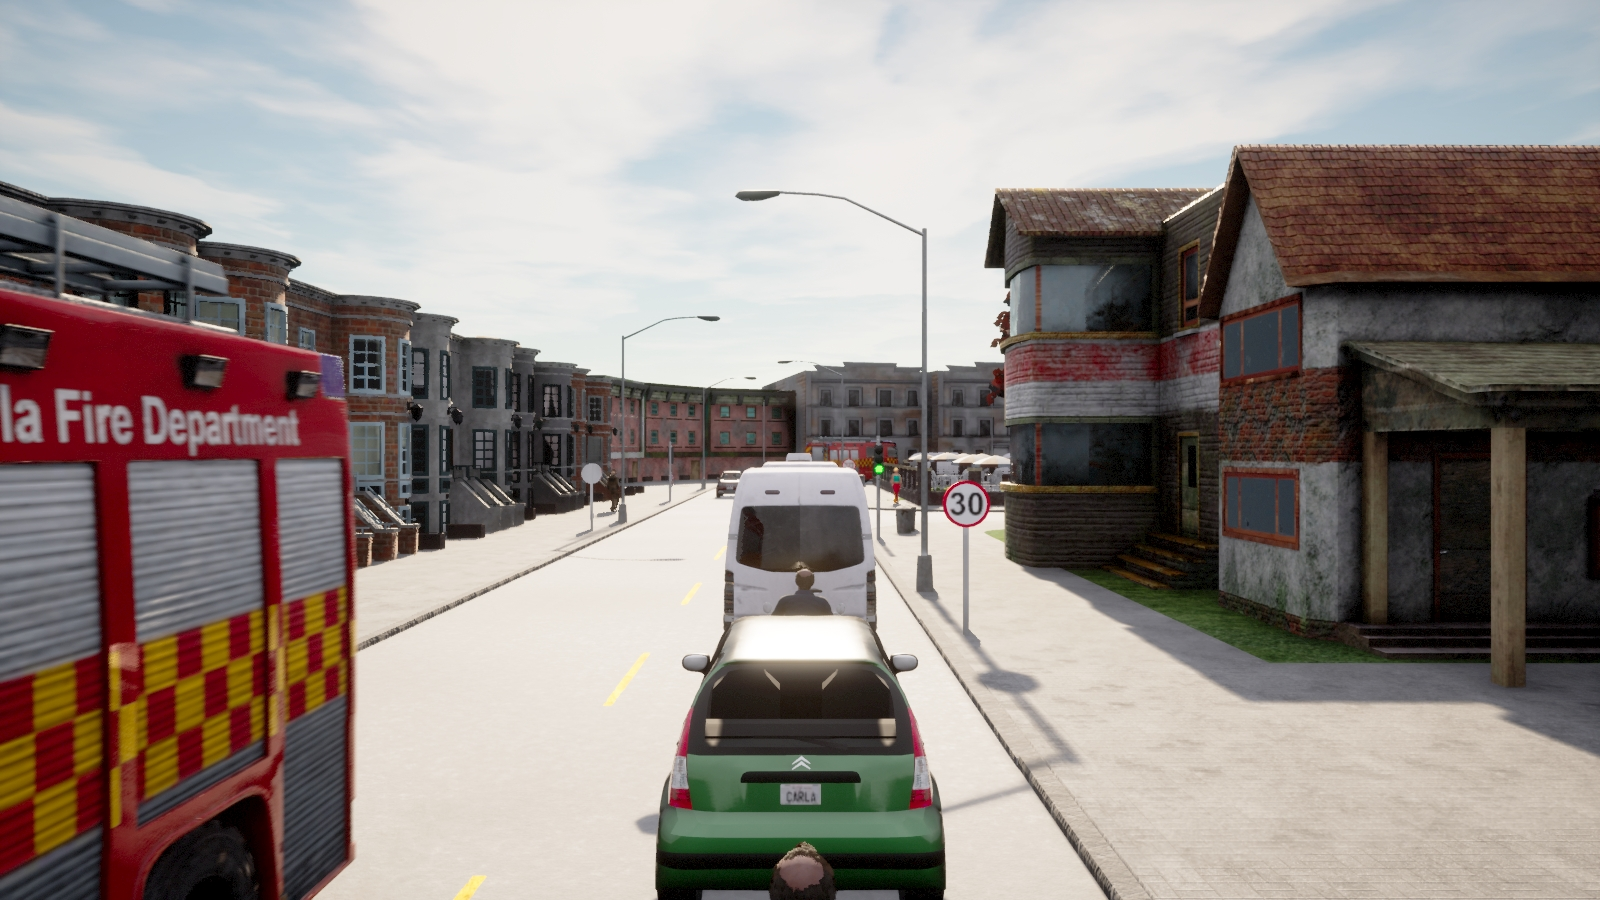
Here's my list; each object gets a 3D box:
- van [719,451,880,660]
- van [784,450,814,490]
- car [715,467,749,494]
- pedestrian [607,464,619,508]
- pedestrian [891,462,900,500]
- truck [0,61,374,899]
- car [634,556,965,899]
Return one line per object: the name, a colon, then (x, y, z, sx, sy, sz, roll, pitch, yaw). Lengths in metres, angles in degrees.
van: (-0.006, 1.308, 17.043, 1.988, 2.561, 5.915, 0, 0, 0)
van: (-0.059, 1.286, 76.777, 1.988, 2.561, 5.915, 0, 0, 0)
car: (-4.014, 1.781, 67.520, 1.789, 1.549, 3.705, 0, 0, 0)
pedestrian: (-7.944, 1.508, 48.440, 0.375, 1.860, 0.375, 0, 0, 19)
pedestrian: (4.626, 1.495, 55.241, 0.375, 1.860, 0.375, 0, 0, -5)
truck: (-4.007, 0.669, 2.632, 2.891, 3.827, 8.468, 0, 0, 0)
car: (-0.003, 1.776, 8.384, 1.851, 1.617, 3.988, 0, 0, 0)
